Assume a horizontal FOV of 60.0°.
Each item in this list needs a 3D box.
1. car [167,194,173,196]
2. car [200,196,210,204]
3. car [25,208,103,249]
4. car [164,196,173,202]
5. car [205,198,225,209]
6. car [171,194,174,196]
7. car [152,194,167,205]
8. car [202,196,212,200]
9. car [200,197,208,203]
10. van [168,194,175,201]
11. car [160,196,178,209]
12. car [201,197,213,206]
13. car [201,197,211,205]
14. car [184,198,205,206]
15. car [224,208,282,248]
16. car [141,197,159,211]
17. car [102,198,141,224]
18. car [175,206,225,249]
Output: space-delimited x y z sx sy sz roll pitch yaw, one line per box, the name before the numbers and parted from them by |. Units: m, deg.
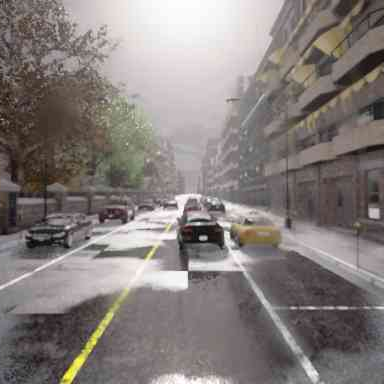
car | -5.690 1.674 69.941 1.887 1.381 4.507 1 0 0
car | 2.691 1.569 69.943 1.967 1.590 4.097 1 0 0
car | -5.680 1.578 14.707 2.008 1.369 4.403 1 0 0
car | -5.693 1.695 80.988 1.887 1.381 4.507 1 0 0
car | 2.695 1.634 36.801 1.947 1.339 4.313 1 0 0
car | -5.688 1.455 75.465 2.192 1.841 5.009 1 0 0
car | -5.683 1.413 53.372 2.192 1.841 5.009 1 0 0
car | 2.694 1.654 47.849 1.947 1.339 4.313 1 0 0
car | 2.688 1.722 75.466 1.802 1.307 4.206 1 0 0
van | -5.700 1.513 92.035 1.690 1.788 3.998 1 0 0
car | -3.033 1.653 47.768 1.994 1.385 4.181 0 0 0
car | 2.692 1.653 58.895 1.887 1.381 4.507 1 0 0
car | 2.691 1.645 64.589 1.752 1.417 4.829 1 0 0
car | 0.092 1.666 35.321 1.895 1.301 4.718 0 0 0
car | 2.701 1.553 14.878 1.752 1.417 4.829 1 0 0
car | -5.685 1.644 42.324 1.947 1.339 4.313 1 0 0
car | -5.677 1.363 25.754 2.192 1.841 5.009 1 0 0
car | 0.283 1.553 14.664 1.812 1.442 4.674 0 0 -4
